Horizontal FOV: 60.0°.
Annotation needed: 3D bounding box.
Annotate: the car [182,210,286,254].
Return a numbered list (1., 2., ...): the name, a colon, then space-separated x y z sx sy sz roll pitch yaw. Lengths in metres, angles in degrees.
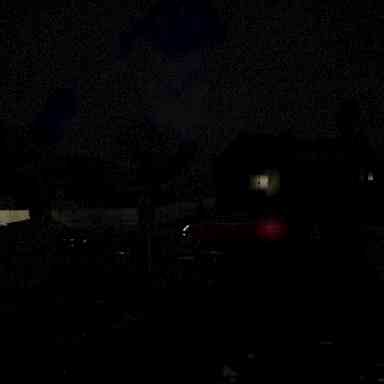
1. car: 1.749 1.590 14.940 4.553 1.767 2.097 -2 1 30

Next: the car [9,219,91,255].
1. car: -7.271 2.043 15.965 5.008 1.535 1.882 -2 0 19
